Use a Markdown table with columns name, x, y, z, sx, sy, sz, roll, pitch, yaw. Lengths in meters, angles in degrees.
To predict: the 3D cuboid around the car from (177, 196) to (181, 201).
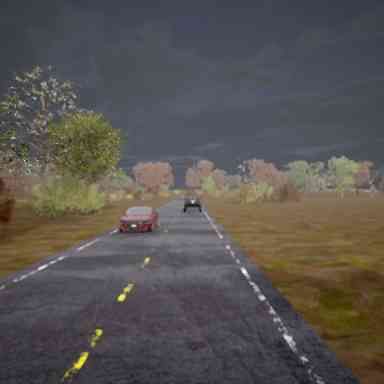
| name | x | y | z | sx | sy | sz | roll | pitch | yaw |
| --- | --- | --- | --- | --- | --- | --- | --- | --- | --- |
| car | -3.041 | 1.734 | 93.971 | 1.994 | 1.385 | 4.181 | 0 | 0 | 0 |

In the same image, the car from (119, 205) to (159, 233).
| name | x | y | z | sx | sy | sz | roll | pitch | yaw |
| --- | --- | --- | --- | --- | --- | --- | --- | --- | --- |
| car | -3.107 | 1.533 | 20.244 | 1.882 | 1.535 | 5.008 | 0 | 0 | 0 |

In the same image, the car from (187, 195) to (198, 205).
| name | x | y | z | sx | sy | sz | roll | pitch | yaw |
| --- | --- | --- | --- | --- | --- | --- | --- | --- | --- |
| car | 0.072 | 1.494 | 63.001 | 2.097 | 1.767 | 4.553 | 0 | 0 | 0 |

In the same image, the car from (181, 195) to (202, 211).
| name | x | y | z | sx | sy | sz | roll | pitch | yaw |
| --- | --- | --- | --- | --- | --- | --- | --- | --- | --- |
| car | 0.083 | 1.327 | 41.665 | 2.150 | 2.045 | 5.566 | 0 | 0 | 0 |
